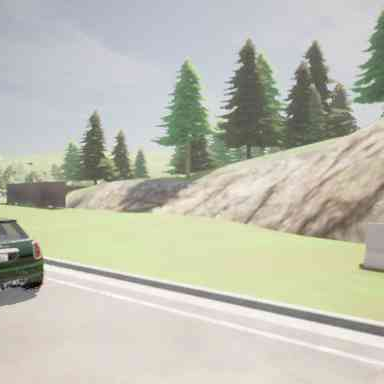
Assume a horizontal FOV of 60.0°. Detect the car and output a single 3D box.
[{"bbox_3d":[-5.482,1.315,7.724,4.553,1.767,2.097,0,0,35],"label":"car"}]
